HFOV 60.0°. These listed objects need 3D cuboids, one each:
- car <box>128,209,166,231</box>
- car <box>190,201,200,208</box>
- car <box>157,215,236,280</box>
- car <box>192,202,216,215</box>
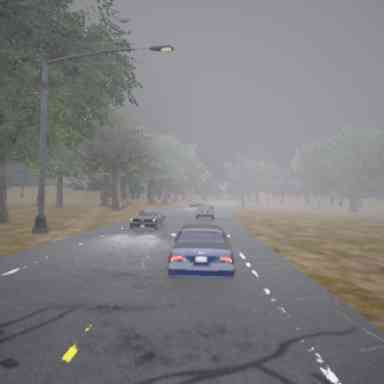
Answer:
[{"bbox_3d":[-2.981,1.848,22.929,1.895,1.301,4.718,1,-1,3],"label":"car"},{"bbox_3d":[0.709,2.407,63.625,1.895,1.301,4.718,0,0,8],"label":"car"},{"bbox_3d":[0.283,1.708,10.563,2.033,1.411,5.357,1,-1,1],"label":"car"},{"bbox_3d":[1.434,2.043,34.653,2.033,1.411,5.357,1,-1,4],"label":"car"}]
